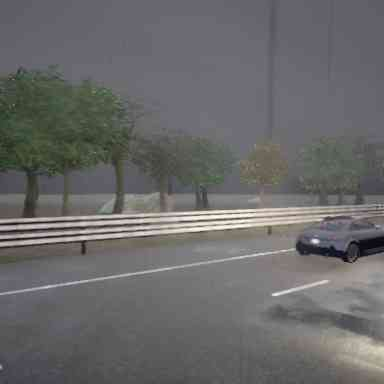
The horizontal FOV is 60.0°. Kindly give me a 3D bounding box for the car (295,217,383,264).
[{"bbox_3d":[5.700,1.598,12.126,4.181,1.385,1.994,0,0,-35],"label":"car"}]
